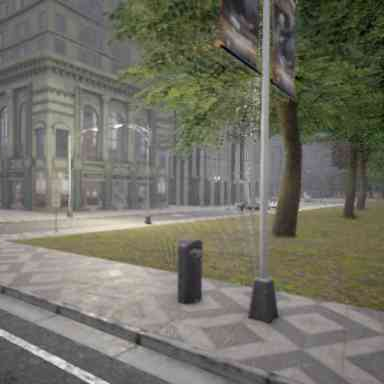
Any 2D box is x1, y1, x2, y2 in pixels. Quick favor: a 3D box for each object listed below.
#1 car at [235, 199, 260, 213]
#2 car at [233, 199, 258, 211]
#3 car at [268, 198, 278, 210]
[{"bbox_3d":[8.592,2.131,47.872,1.837,1.490,4.892,1,0,36],"label":"car"},{"bbox_3d":[8.616,1.996,53.322,2.097,1.767,4.553,1,0,34],"label":"car"},{"bbox_3d":[14.361,1.962,56.462,2.150,2.045,5.566,1,0,34],"label":"car"}]
